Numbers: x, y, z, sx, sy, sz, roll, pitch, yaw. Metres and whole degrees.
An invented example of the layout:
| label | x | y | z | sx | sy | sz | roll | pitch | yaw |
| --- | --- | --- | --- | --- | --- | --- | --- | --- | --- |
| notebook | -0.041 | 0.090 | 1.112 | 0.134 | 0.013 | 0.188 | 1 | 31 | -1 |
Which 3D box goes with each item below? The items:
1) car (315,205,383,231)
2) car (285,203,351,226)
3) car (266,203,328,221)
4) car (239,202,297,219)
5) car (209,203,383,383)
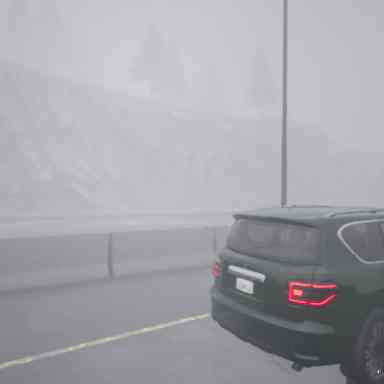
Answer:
| label | x | y | z | sx | sy | sz | roll | pitch | yaw |
| --- | --- | --- | --- | --- | --- | --- | --- | --- | --- |
| car | 10.765 | 1.686 | 22.355 | 4.892 | 1.490 | 1.837 | 1 | 0 | -26 |
| car | 9.790 | 1.666 | 25.787 | 5.008 | 1.535 | 1.882 | 1 | 0 | -26 |
| car | 9.371 | 1.749 | 29.532 | 5.357 | 1.411 | 2.033 | 1 | 0 | -26 |
| car | 7.438 | 1.746 | 32.460 | 5.357 | 1.411 | 2.033 | 1 | 0 | -27 |
| car | 2.892 | 1.268 | 5.557 | 5.566 | 2.045 | 2.150 | 1 | 0 | -33 |
